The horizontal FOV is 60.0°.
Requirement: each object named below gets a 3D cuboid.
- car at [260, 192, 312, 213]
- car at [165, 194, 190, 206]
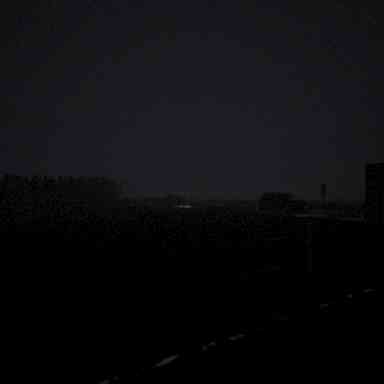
[{"bbox_3d":[9.445,1.031,33.944,2.150,2.045,5.566,-1,1,-35],"label":"car"},{"bbox_3d":[-2.294,1.107,50.526,2.097,1.767,4.553,-1,1,-35],"label":"car"}]
